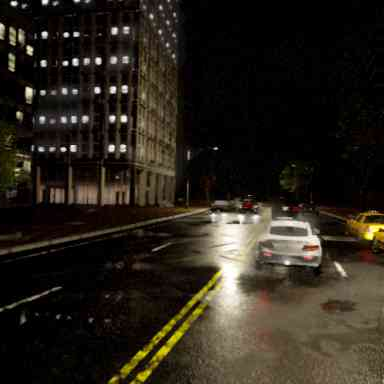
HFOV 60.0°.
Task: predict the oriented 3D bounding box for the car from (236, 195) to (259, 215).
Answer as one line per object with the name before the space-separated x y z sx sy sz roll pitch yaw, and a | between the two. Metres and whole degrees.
car | 6.400 1.581 37.309 2.097 1.767 4.553 1 0 12

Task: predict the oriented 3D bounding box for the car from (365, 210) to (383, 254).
car | 7.666 1.677 11.465 1.801 1.575 5.366 2 0 16

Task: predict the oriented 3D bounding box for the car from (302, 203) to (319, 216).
car | 13.660 1.975 39.235 2.033 1.411 5.357 2 0 12

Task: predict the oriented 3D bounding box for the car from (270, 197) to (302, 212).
car | 8.016 1.479 28.907 2.150 2.045 5.566 2 0 14

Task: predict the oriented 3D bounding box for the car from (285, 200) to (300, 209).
car | 16.813 2.074 56.023 1.812 1.442 4.674 2 0 9

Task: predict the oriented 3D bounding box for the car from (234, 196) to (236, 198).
car | 10.935 1.585 79.362 1.812 1.442 4.674 2 0 12

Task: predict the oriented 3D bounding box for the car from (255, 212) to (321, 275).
car | 3.176 1.626 10.976 1.812 1.442 4.674 2 0 17

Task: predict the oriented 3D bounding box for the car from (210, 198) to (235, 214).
car | 3.437 1.700 38.901 2.033 1.411 5.357 2 0 12

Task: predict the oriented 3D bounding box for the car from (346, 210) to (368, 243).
car | 9.320 1.730 17.331 1.801 1.575 5.366 2 0 15

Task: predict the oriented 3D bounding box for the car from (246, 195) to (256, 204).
car | 13.956 1.719 77.924 2.150 2.045 5.566 2 0 11
